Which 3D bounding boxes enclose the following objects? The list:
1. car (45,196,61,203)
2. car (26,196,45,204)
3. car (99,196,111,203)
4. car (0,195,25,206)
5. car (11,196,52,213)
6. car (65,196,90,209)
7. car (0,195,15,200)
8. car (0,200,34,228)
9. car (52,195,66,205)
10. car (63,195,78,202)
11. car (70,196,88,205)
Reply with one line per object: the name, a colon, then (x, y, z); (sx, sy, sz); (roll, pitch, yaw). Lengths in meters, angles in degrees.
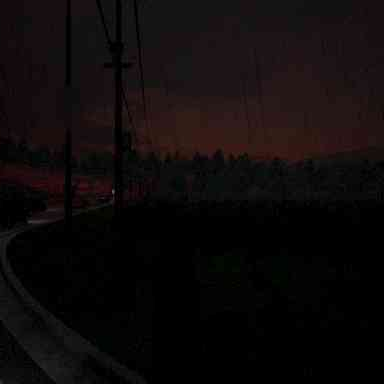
car: (-28.476, 1.529, 68.392); (1.812, 1.442, 4.674); (0, 0, -7)
car: (-31.958, 1.529, 67.934); (2.128, 1.511, 4.902); (0, 0, -7)
car: (-17.832, 1.514, 68.042); (2.128, 1.511, 4.902); (0, 0, -7)
car: (-30.561, 1.356, 56.801); (2.097, 1.767, 4.553); (0, 0, -7)
car: (-17.667, 1.494, 36.902); (2.128, 1.511, 4.902); (0, 0, -7)
car: (-15.031, 1.480, 44.508); (1.882, 1.535, 5.008); (0, 0, -7)
car: (-25.593, 1.551, 44.434); (2.033, 1.411, 5.357); (0, 0, -7)
car: (-12.393, 1.505, 21.898); (1.837, 1.490, 4.892); (0, 0, -7)
car: (-23.854, 1.356, 58.869); (2.097, 1.767, 4.553); (0, 0, -7)
car: (-25.001, 1.337, 68.697); (1.837, 1.490, 4.892); (0, 0, -7)
car: (-20.391, 1.552, 60.312); (2.033, 1.411, 5.357); (0, 0, -7)
